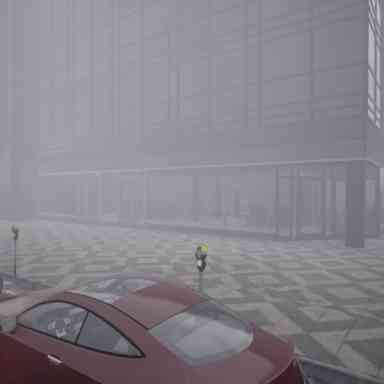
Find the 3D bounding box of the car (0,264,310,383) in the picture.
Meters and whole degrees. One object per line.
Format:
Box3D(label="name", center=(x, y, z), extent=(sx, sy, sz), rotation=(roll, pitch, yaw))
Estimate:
Box3D(label="car", center=(-0.922, 1.582, 3.625), extent=(4.206, 1.307, 1.802), rotation=(0, 0, 36))
